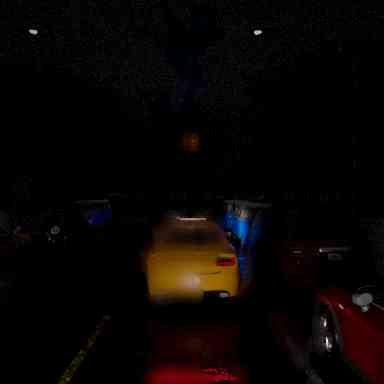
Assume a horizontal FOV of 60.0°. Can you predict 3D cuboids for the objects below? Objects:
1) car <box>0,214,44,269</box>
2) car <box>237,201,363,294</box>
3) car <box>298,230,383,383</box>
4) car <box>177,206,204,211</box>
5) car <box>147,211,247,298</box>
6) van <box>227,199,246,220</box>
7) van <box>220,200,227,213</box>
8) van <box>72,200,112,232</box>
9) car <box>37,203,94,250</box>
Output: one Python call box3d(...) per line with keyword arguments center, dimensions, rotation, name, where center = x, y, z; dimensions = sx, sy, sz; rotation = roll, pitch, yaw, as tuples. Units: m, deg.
box3d(center=(-5.814, 1.526, 8.505), dimensions=(1.752, 1.417, 4.829), rotation=(0, 0, 0), name="car")
box3d(center=(2.709, 1.315, 8.728), dimensions=(2.192, 1.841, 5.009), rotation=(0, 0, 0), name="car")
box3d(center=(2.744, 1.440, 3.290), dimensions=(1.967, 1.590, 4.097), rotation=(0, 0, 0), name="car")
box3d(center=(-0.066, 1.493, 18.054), dimensions=(2.128, 1.511, 4.902), rotation=(0, 0, 0), name="car")
box3d(center=(0.031, 1.478, 8.553), dimensions=(1.882, 1.535, 5.008), rotation=(0, 0, 0), name="car")
box3d(center=(2.675, 1.342, 14.165), dimensions=(1.690, 1.788, 3.998), rotation=(0, 0, 0), name="van")
box3d(center=(2.641, 1.343, 19.603), dimensions=(1.690, 1.788, 3.998), rotation=(0, 0, 0), name="van")
box3d(center=(-5.884, 1.343, 19.550), dimensions=(1.690, 1.788, 3.998), rotation=(0, 0, 0), name="van")
box3d(center=(-5.850, 1.441, 14.112), dimensions=(1.967, 1.590, 4.097), rotation=(0, 0, 0), name="car")
